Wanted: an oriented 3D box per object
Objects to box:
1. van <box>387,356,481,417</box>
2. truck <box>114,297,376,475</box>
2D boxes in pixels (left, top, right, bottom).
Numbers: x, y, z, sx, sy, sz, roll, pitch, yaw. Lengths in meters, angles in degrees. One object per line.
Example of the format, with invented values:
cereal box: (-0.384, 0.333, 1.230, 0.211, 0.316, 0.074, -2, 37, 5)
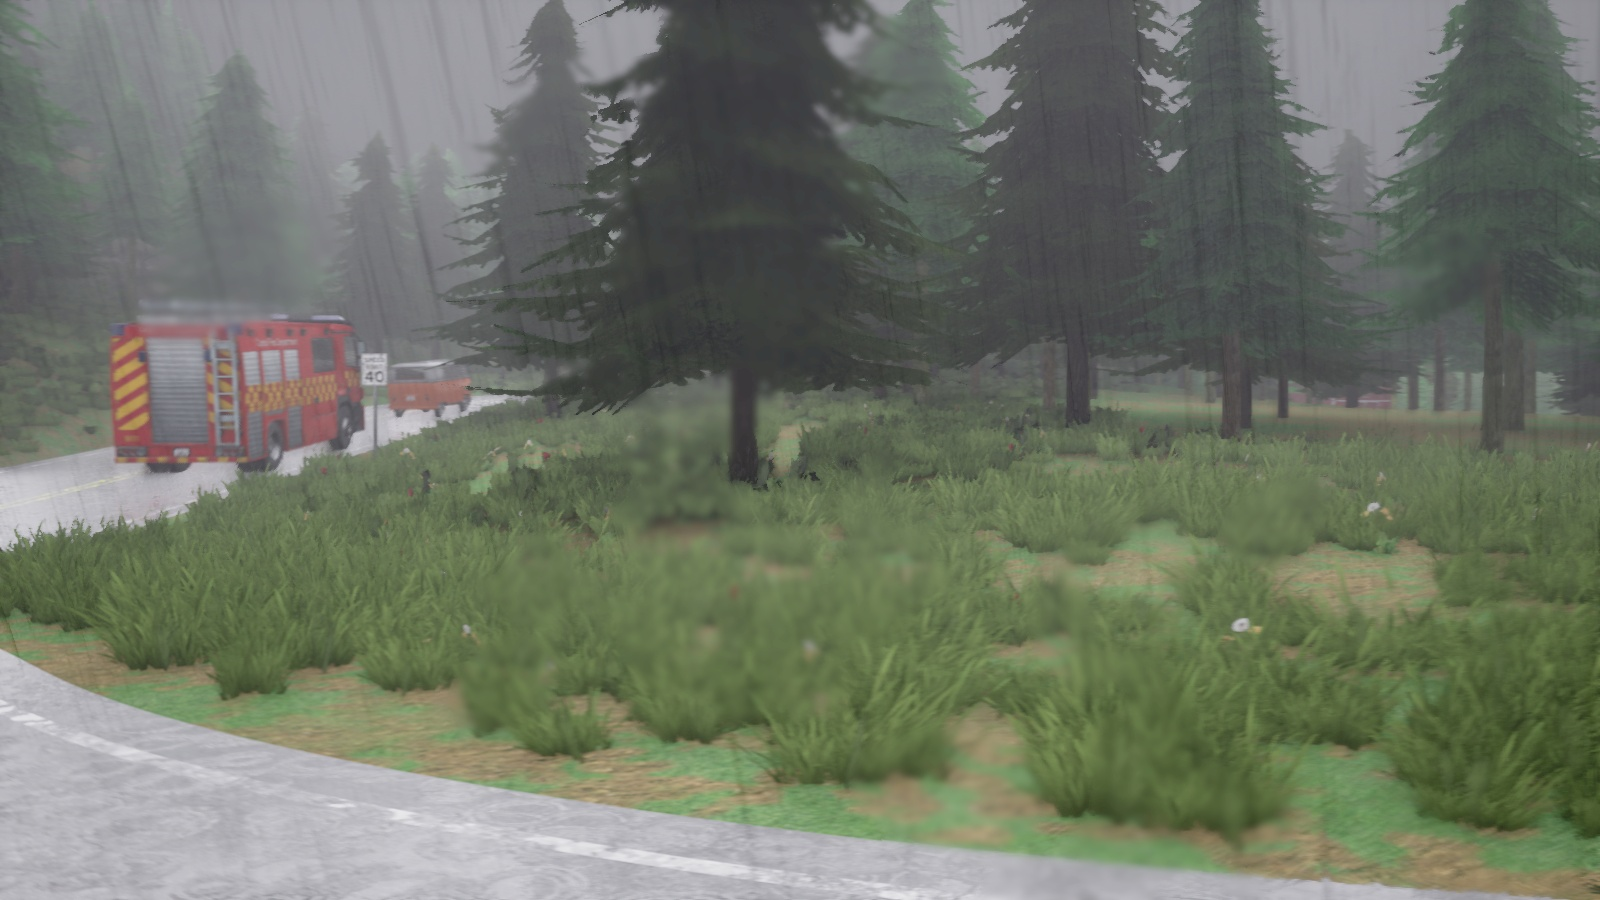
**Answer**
van: (-13.385, -2.398, 46.203, 1.775, 1.987, 4.442, 0, 6, 5)
truck: (-13.379, -1.792, 31.332, 2.891, 3.827, 8.468, 0, 6, -2)
